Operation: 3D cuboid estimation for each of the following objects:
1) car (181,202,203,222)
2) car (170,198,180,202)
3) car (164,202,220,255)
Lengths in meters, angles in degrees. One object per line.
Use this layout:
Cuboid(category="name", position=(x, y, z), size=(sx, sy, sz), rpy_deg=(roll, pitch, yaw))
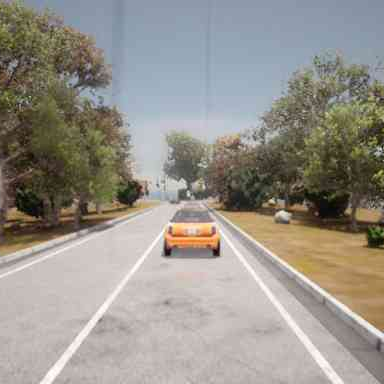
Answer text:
Cuboid(category="car", position=(0.008, 1.716, 29.370), size=(1.812, 1.442, 4.674), rpy_deg=(0, 0, 0))
Cuboid(category="car", position=(-3.500, 1.881, 67.812), size=(1.994, 1.385, 4.181), rpy_deg=(0, 0, 0))
Cuboid(category="car", position=(0.004, 1.463, 14.074), size=(2.097, 1.767, 4.553), rpy_deg=(0, -1, 0))
